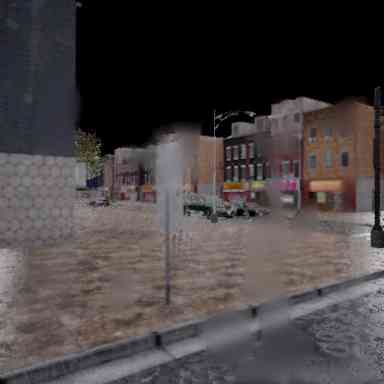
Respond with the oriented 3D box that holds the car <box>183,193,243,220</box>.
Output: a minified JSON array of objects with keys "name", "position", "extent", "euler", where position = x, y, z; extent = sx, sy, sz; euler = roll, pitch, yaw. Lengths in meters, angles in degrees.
[{"name":"car","position":[1.212,1.143,27.200],"extent":[2.150,2.045,5.566],"euler":[0,0,-35]}]

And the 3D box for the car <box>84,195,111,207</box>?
[{"name":"car","position":[-13.514,1.398,48.208],"extent":[2.033,1.411,5.357],"euler":[0,0,-35]}]

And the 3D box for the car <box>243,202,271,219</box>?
[{"name":"car","position":[4.257,1.531,28.077],"extent":[1.895,1.301,4.718],"euler":[0,0,-36]}]
